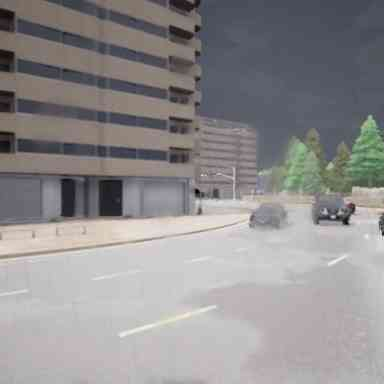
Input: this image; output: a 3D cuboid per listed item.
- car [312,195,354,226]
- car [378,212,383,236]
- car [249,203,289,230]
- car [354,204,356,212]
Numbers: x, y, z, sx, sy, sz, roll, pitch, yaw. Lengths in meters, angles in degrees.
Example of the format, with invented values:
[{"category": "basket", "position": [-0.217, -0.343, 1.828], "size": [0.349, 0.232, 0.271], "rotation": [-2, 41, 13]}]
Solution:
[{"category": "car", "position": [9.848, 1.222, 23.842], "size": [2.150, 2.045, 5.566], "rotation": [0, 0, 18]}, {"category": "car", "position": [11.085, 1.521, 17.718], "size": [1.812, 1.442, 4.674], "rotation": [0, 0, 27]}, {"category": "car", "position": [5.104, 1.511, 21.596], "size": [1.837, 1.490, 4.892], "rotation": [1, 0, 24]}, {"category": "car", "position": [15.403, 1.477, 35.073], "size": [1.882, 1.535, 5.008], "rotation": [0, 0, 2]}]
